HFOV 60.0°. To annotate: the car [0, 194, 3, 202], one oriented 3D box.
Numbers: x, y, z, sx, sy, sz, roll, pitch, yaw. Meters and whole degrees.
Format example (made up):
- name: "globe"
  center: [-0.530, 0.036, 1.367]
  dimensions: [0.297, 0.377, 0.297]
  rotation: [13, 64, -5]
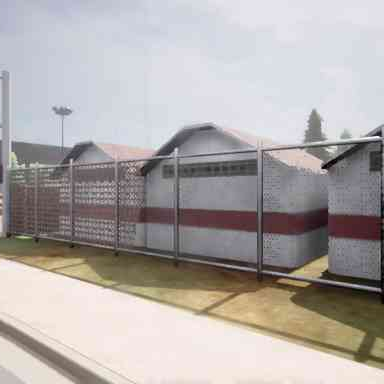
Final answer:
- name: "car"
  center: [-22.535, 1.222, 39.964]
  dimensions: [2.150, 2.045, 5.566]
  rotation: [0, 0, 37]
